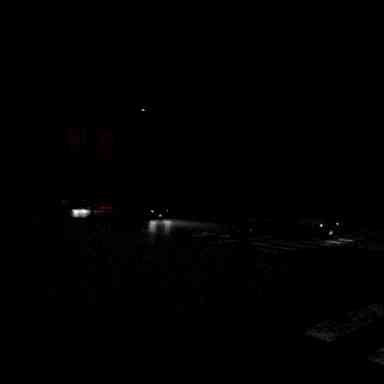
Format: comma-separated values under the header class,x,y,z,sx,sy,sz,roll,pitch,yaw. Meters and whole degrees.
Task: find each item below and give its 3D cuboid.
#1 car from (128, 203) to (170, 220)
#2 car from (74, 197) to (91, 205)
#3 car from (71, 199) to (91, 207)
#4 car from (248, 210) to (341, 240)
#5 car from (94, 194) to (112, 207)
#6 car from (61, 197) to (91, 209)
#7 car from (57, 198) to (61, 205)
class,x,y,z,sx,sy,sz,roll,pitch,yaw
car,-3.922,1.697,29.695,1.895,1.301,4.718,0,0,-36
car,-21.798,1.758,66.151,1.837,1.490,4.892,0,0,-36
car,-18.930,1.817,56.570,1.895,1.301,4.718,0,0,-36
car,5.173,1.638,17.425,1.895,1.301,4.718,0,0,-39
car,-15.847,1.441,57.840,2.150,2.045,5.566,0,0,-35
car,-16.557,1.670,47.446,2.128,1.511,4.902,0,0,-35
car,-25.068,1.817,65.134,1.994,1.385,4.181,0,0,-36
